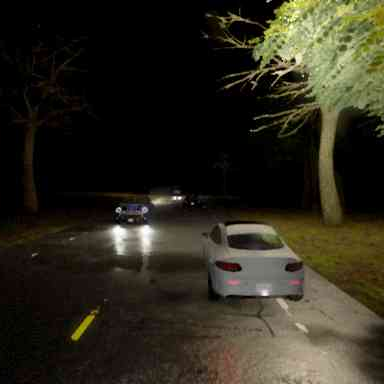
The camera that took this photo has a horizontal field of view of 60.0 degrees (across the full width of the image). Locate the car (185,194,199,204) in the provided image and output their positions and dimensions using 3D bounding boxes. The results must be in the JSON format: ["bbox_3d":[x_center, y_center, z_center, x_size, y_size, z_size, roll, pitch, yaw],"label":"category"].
[{"bbox_3d":[0.049,0.958,46.258,1.895,1.301,4.718,0,1,1],"label":"car"}]

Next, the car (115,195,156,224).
[{"bbox_3d":[-3.593,1.047,21.728,2.097,1.767,4.553,0,1,0],"label":"car"}]

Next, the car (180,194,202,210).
[{"bbox_3d":[0.079,1.074,35.112,1.994,1.385,4.181,0,1,1],"label":"car"}]

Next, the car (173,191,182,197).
[{"bbox_3d":[-3.481,0.427,78.899,2.128,1.511,4.902,0,1,0],"label":"car"}]

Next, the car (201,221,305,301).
[{"bbox_3d":[1.227,1.413,7.914,1.812,1.442,4.674,0,1,0],"label":"car"}]
